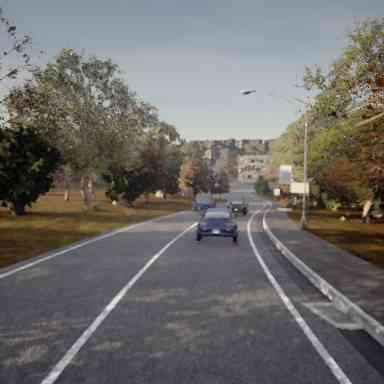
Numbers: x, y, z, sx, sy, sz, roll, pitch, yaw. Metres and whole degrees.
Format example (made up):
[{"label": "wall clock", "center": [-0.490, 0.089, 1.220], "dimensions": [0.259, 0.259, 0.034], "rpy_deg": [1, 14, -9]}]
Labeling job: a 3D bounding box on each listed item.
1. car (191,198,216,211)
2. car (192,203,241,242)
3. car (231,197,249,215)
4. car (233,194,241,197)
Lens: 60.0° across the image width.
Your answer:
[{"label": "car", "center": [1.316, 1.371, 35.436], "dimensions": [1.882, 1.535, 5.008], "rpy_deg": [1, 0, 14]}, {"label": "car", "center": [1.317, 1.503, 16.369], "dimensions": [1.812, 1.442, 4.674], "rpy_deg": [1, 0, 7]}, {"label": "car", "center": [4.711, 1.507, 33.681], "dimensions": [1.812, 1.442, 4.674], "rpy_deg": [1, 0, 14]}, {"label": "car", "center": [10.161, 1.014, 75.637], "dimensions": [1.812, 1.442, 4.674], "rpy_deg": [1, 2, 5]}]
